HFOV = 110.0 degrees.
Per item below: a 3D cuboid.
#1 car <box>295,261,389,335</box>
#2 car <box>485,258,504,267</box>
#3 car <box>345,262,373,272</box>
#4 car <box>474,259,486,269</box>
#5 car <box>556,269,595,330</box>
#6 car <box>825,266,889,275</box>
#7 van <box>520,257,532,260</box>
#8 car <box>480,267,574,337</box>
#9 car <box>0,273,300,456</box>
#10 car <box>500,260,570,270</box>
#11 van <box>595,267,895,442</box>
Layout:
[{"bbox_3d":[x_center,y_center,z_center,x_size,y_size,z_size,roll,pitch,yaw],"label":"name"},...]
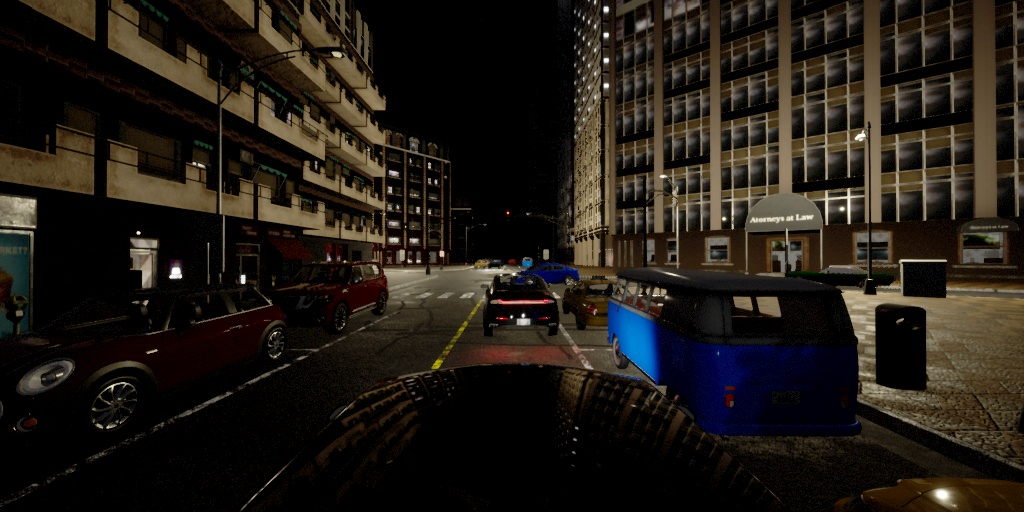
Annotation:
[{"bbox_3d":[-5.312,1.068,10.737,2.192,1.841,5.009,0,0,0],"label":"car"},{"bbox_3d":[-2.803,1.425,58.826,1.895,1.301,4.718,0,0,2],"label":"car"},{"bbox_3d":[-21.763,1.536,50.993,4.181,1.385,1.994,-1,-1,41],"label":"car"},{"bbox_3d":[-5.301,1.352,59.567,1.751,1.417,4.829,0,0,0],"label":"car"},{"bbox_3d":[2.568,1.279,10.912,1.751,1.417,4.829,0,0,0],"label":"car"},{"bbox_3d":[18.312,1.194,20.455,4.718,1.301,1.895,-1,-1,41],"label":"car"},{"bbox_3d":[2.580,1.167,59.735,1.690,1.789,3.998,0,0,0],"label":"van"},{"bbox_3d":[0.135,1.245,10.347,2.128,1.511,4.902,0,0,-3],"label":"car"},{"bbox_3d":[-5.314,1.191,5.202,1.967,1.591,4.097,0,0,0],"label":"car"},{"bbox_3d":[2.056,1.230,23.710,5.008,1.535,1.882,0,0,-26],"label":"car"},{"bbox_3d":[2.567,1.092,5.205,1.690,1.789,3.998,0,0,0],"label":"van"}]
